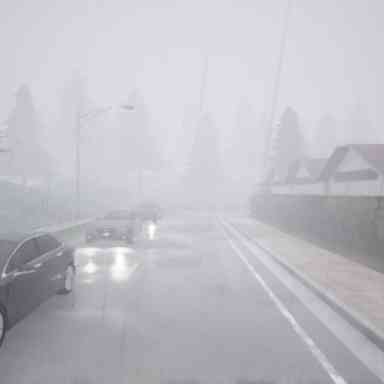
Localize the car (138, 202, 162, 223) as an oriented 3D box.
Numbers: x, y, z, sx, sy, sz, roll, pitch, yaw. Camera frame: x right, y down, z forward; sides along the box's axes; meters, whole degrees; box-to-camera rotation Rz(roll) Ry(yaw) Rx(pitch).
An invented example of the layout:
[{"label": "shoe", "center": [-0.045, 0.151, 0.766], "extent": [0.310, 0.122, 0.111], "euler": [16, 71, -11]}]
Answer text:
[{"label": "car", "center": [-3.496, 1.544, 26.231], "extent": [1.837, 1.490, 4.892], "euler": [0, 0, 2]}]

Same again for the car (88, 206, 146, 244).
[{"label": "car", "center": [-3.585, 1.586, 15.876], "extent": [1.994, 1.385, 4.181], "euler": [0, 0, 0]}]

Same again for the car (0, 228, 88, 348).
[{"label": "car", "center": [-3.594, 1.509, 5.962], "extent": [1.837, 1.490, 4.892], "euler": [0, 0, 0]}]
